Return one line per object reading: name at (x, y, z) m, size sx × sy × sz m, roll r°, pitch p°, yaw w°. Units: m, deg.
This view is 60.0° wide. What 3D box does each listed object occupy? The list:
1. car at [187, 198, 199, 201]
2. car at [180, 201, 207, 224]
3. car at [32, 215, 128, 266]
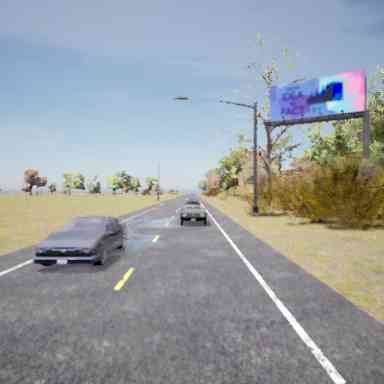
car at (0.113, 1.515, 43.328) m, size 1.837 × 1.490 × 4.892 m, roll 0°, pitch 0°, yaw 0°
car at (0.105, 1.607, 24.750) m, size 1.895 × 1.301 × 4.718 m, roll 0°, pitch 0°, yaw 0°
car at (-3.581, 1.551, 11.835) m, size 2.033 × 1.411 × 5.357 m, roll 0°, pitch 0°, yaw 0°
